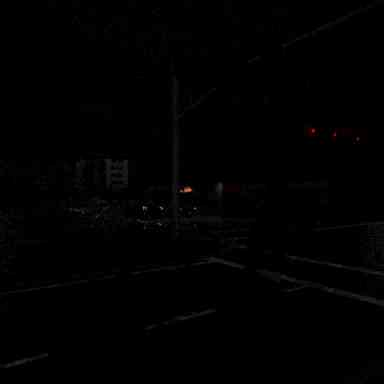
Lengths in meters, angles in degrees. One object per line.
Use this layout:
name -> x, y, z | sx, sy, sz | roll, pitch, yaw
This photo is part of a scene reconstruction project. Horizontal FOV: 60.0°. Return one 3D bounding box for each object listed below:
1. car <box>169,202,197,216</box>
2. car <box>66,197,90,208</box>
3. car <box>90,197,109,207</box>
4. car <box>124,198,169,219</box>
car -> -1.506, 1.615, 31.782 | 1.895, 1.301, 4.718 | 0, 0, -34
car -> -17.196, 1.503, 48.987 | 2.128, 1.511, 4.902 | 0, 0, -33
car -> -14.420, 1.540, 51.135 | 1.812, 1.442, 4.674 | 0, 0, -33
car -> -4.356, 1.363, 29.752 | 2.097, 1.767, 4.553 | 0, 0, -34
